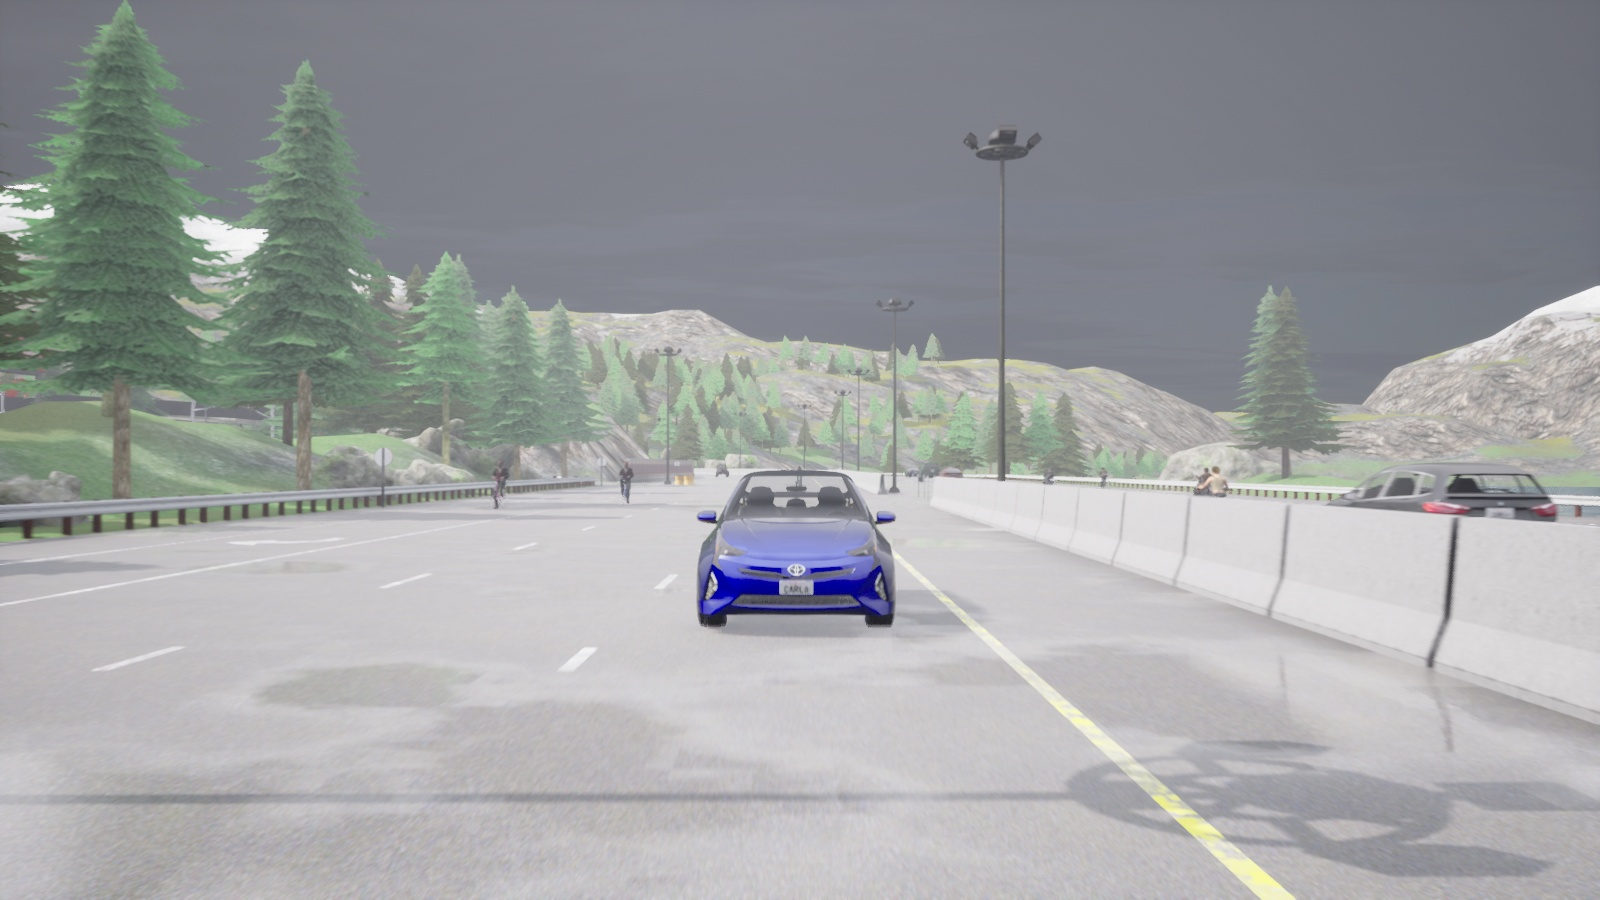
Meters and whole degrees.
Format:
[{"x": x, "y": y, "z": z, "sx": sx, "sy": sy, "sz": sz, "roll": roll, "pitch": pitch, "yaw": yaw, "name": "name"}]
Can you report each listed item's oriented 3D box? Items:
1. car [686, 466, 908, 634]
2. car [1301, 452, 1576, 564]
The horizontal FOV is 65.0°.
[{"x": -0.032, "y": 0.940, "z": 13.669, "sx": 2.007, "sy": 1.525, "sz": 4.514, "roll": 0, "pitch": -1, "yaw": 0, "name": "car"}, {"x": 10.455, "y": 0.895, "z": 21.050, "sx": 2.242, "sy": 1.667, "sz": 4.611, "roll": 0, "pitch": -1, "yaw": 0, "name": "car"}]
